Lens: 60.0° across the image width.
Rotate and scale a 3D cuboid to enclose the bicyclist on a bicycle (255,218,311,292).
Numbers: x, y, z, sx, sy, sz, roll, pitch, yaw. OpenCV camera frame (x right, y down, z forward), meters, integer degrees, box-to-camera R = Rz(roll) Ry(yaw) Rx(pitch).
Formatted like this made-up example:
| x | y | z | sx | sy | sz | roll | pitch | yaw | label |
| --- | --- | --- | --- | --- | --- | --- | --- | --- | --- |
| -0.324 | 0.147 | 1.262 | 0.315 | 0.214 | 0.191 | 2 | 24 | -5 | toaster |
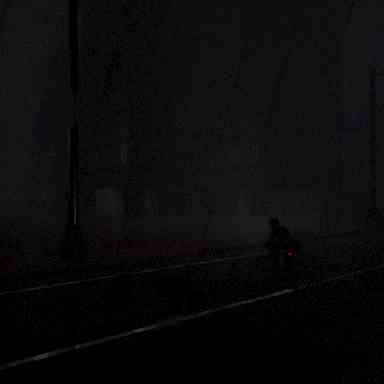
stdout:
| x | y | z | sx | sy | sz | roll | pitch | yaw | label |
| --- | --- | --- | --- | --- | --- | --- | --- | --- | --- |
| 2.092 | 1.455 | 7.883 | 0.582 | 1.620 | 1.656 | 0 | -2 | -35 | bicyclist on a bicycle |
